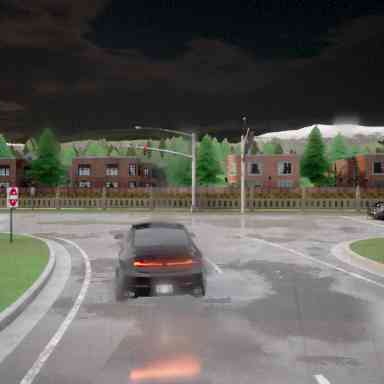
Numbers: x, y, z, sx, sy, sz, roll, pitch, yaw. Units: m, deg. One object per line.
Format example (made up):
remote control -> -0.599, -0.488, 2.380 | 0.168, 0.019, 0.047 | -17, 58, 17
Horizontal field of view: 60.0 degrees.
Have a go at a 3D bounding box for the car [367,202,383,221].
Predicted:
car -> 15.704, 1.351, 24.962 | 4.553, 1.767, 2.097 | 0, 0, 6

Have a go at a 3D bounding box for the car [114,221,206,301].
car -> -0.888, 1.505, 8.418 | 1.837, 1.490, 4.892 | 0, 0, -9
